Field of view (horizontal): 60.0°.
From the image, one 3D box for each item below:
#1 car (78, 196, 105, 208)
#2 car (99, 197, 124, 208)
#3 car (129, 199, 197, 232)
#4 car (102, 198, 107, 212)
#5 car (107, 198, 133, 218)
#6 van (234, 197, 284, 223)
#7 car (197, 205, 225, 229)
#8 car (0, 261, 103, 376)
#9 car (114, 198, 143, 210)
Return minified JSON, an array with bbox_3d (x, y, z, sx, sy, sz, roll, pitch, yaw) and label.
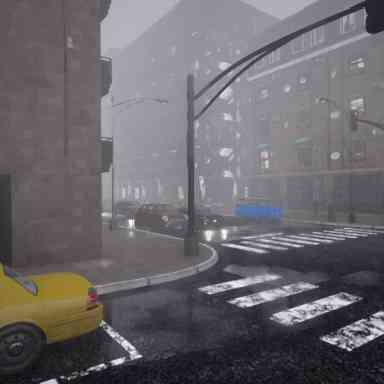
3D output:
[{"bbox_3d":[-14.294,1.429,46.982,2.128,1.511,4.902,-1,0,-36],"label":"car"},{"bbox_3d":[-11.650,1.463,47.838,1.887,1.381,4.507,-1,0,-36],"label":"car"},{"bbox_3d":[-1.855,1.441,20.008,1.967,1.590,4.097,0,0,-36],"label":"car"},{"bbox_3d":[-11.566,1.453,37.860,2.128,1.511,4.902,-1,0,-36],"label":"car"},{"bbox_3d":[-5.626,1.494,29.636,1.812,1.442,4.674,-1,0,-36],"label":"car"},{"bbox_3d":[4.945,1.280,24.905,1.690,1.788,3.998,0,0,-36],"label":"van"},{"bbox_3d":[0.210,1.545,21.571,1.994,1.385,4.181,-1,0,-36],"label":"car"},{"bbox_3d":[-3.585,1.525,4.011,4.829,1.417,1.752,0,0,-35],"label":"car"},{"bbox_3d":[-8.331,1.463,43.251,1.887,1.381,4.507,-1,0,-36],"label":"car"}]
